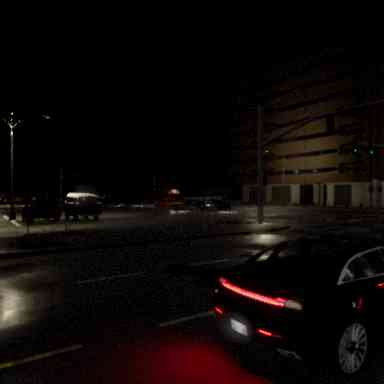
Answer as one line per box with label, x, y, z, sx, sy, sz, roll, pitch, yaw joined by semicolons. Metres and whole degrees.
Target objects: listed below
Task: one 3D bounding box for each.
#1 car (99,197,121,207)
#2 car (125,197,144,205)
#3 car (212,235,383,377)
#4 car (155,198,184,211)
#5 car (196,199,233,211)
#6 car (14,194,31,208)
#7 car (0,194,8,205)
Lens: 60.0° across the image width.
car;-14.542;1.599;60.053;2.033;1.411;5.357;0;0;-34
car;-10.479;1.637;60.221;1.895;1.301;4.718;0;0;-33
car;2.616;1.478;5.523;4.902;1.511;2.128;0;0;-33
car;-2.908;1.504;42.380;1.882;1.535;5.008;0;0;-34
car;2.626;1.556;40.373;2.033;1.411;5.357;0;0;-34
car;-29.776;1.259;57.590;1.932;1.855;4.605;0;0;-33
car;-32.222;1.272;56.041;1.905;1.878;3.866;0;0;-33
